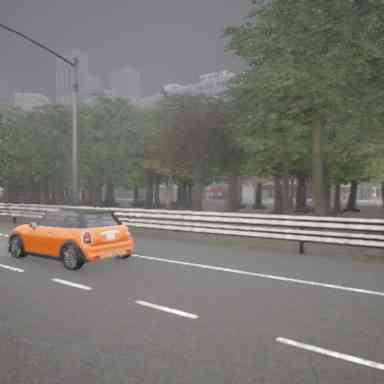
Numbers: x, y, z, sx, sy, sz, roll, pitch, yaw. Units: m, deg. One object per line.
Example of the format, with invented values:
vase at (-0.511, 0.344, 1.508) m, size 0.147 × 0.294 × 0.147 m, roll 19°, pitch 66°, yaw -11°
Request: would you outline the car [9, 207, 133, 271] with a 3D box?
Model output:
car at (-4.144, 1.351, 11.132) m, size 4.553 × 1.767 × 2.097 m, roll 0°, pitch 0°, yaw 36°
